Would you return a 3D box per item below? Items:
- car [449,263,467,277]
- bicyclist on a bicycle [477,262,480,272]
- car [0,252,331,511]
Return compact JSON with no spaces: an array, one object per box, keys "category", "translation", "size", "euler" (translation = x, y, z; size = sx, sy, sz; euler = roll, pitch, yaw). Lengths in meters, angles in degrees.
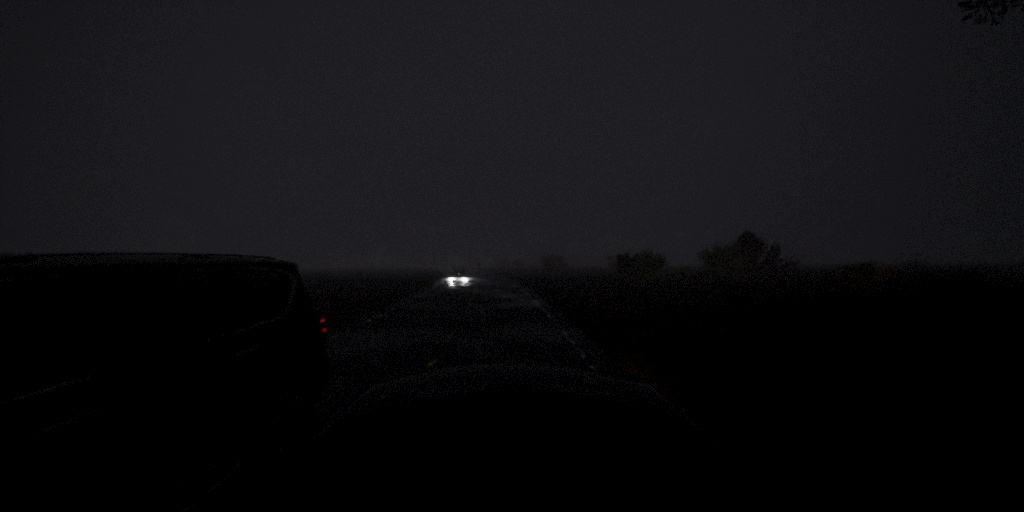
[{"category":"car","translation":[-6.328,1.770,42.806],"size":[1.895,1.301,4.718],"euler":[0,-1,-9]},{"category":"bicyclist on a bicycle","translation":[-5.487,1.783,59.555],"size":[0.582,1.620,1.656],"euler":[0,-1,-13]},{"category":"car","translation":[-3.125,0.987,1.806],"size":[2.150,2.045,5.566],"euler":[0,0,0]}]
